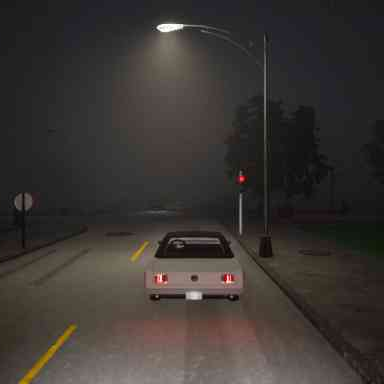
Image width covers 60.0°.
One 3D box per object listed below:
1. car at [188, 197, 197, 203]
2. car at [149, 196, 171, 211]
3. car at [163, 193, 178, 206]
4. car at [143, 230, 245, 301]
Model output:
[{"bbox_3d":[0.035,1.600,69.468,1.895,1.301,4.718,0,0,0],"label":"car"},{"bbox_3d":[-4.078,1.547,40.940,2.033,1.411,5.357,0,0,0],"label":"car"},{"bbox_3d":[-4.055,1.222,56.685,2.150,2.045,5.566,0,0,0],"label":"car"},{"bbox_3d":[0.061,1.601,8.278,1.895,1.301,4.718,0,0,0],"label":"car"}]
